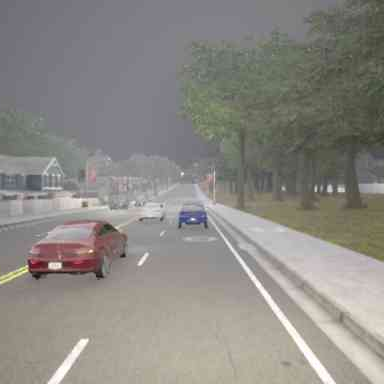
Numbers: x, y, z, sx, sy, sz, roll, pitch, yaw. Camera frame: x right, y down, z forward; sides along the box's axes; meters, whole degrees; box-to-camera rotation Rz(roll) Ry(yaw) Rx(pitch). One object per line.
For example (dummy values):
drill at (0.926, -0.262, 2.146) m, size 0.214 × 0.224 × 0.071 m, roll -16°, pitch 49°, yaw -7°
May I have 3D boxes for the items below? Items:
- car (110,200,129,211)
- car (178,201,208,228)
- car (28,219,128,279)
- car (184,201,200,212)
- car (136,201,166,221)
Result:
car at (-9.828, 1.828, 45.260) m, size 1.994 × 1.385 × 4.181 m, roll 0°, pitch -1°, yaw 0°
car at (0.061, 1.541, 23.008) m, size 1.882 × 1.535 × 5.008 m, roll 0°, pitch 0°, yaw 0°
car at (-3.163, 1.545, 9.980) m, size 1.812 × 1.442 × 4.674 m, roll 0°, pitch 0°, yaw 0°
car at (0.028, 1.797, 42.809) m, size 1.895 × 1.301 × 4.718 m, roll 0°, pitch -1°, yaw 0°
car at (-3.195, 1.615, 27.741) m, size 1.812 × 1.442 × 4.674 m, roll 0°, pitch 0°, yaw 0°
